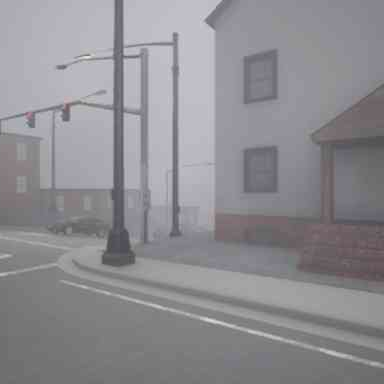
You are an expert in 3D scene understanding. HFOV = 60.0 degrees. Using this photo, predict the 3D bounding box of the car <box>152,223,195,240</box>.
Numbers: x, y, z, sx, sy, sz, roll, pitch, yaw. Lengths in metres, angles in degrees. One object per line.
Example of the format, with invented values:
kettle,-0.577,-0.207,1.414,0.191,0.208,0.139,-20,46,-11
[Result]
car,-1.715,4.272,34.491,2.150,2.045,5.566,0,-13,35

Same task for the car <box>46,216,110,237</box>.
car,-8.465,2.555,25.074,1.837,1.490,4.892,0,-9,36
